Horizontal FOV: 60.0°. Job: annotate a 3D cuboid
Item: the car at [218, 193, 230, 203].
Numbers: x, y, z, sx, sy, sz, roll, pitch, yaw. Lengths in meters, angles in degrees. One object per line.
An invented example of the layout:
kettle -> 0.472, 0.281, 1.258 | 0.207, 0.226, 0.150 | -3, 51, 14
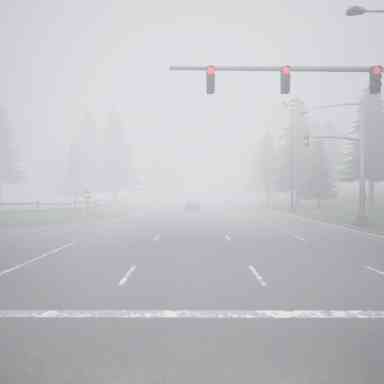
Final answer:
car -> 7.079, 1.517, 70.770 | 1.812, 1.442, 4.674 | 0, 0, 0

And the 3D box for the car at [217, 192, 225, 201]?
car -> 7.090, 1.058, 80.803 | 2.150, 2.045, 5.566 | 0, 0, 0

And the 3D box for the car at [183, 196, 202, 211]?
car -> 0.044, 1.526, 39.748 | 1.812, 1.442, 4.674 | 0, 0, 0

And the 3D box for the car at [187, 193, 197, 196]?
car -> 0.079, 1.545, 70.778 | 1.994, 1.385, 4.181 | 0, 0, 0

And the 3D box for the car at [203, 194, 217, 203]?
car -> 3.578, 1.517, 70.357 | 2.128, 1.511, 4.902 | 0, 0, 0

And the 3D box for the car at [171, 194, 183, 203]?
car -> -3.422, 1.531, 70.365 | 2.033, 1.411, 5.357 | 0, 0, 0

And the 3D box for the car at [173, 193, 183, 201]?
car -> -3.410, 1.188, 80.755 | 2.097, 1.767, 4.553 | 0, 0, 0

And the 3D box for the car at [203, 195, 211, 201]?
car -> 3.590, 1.428, 80.807 | 1.895, 1.301, 4.718 | 0, 0, 0
